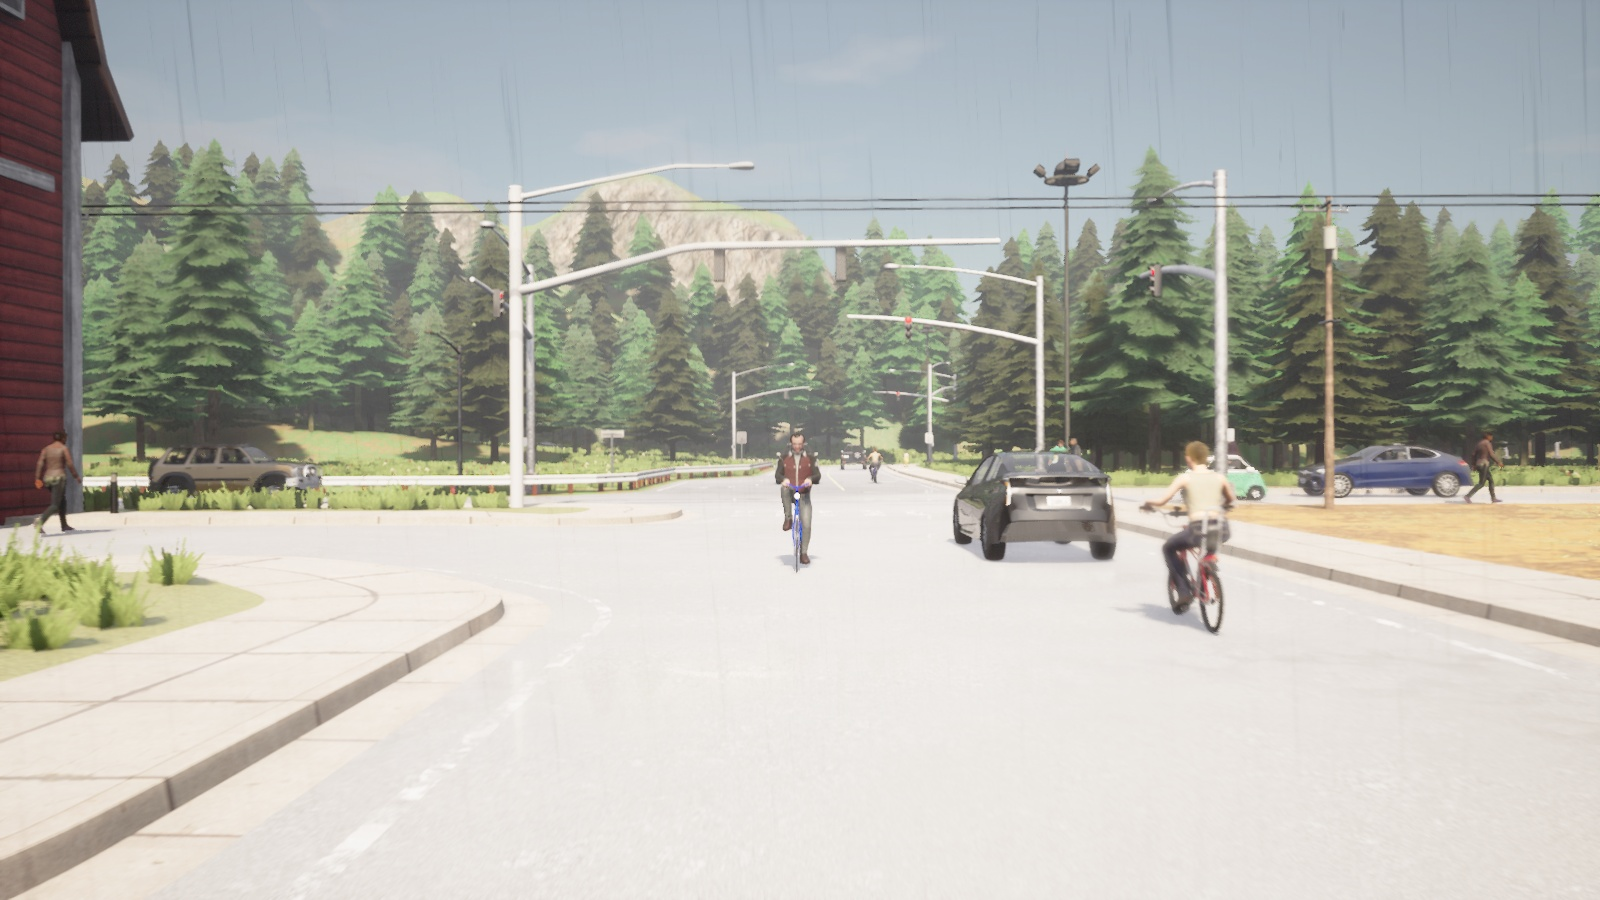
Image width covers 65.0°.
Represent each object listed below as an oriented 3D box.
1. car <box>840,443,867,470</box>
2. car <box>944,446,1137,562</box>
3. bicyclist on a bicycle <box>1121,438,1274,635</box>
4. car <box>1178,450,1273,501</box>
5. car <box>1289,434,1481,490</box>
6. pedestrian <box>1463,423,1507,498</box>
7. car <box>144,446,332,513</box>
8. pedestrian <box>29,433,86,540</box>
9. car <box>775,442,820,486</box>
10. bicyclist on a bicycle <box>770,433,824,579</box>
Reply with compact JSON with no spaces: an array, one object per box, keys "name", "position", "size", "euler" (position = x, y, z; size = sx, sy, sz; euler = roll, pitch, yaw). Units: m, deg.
[{"name":"car","position":[3.938,0.502,92.478],"size":[1.932,1.855,4.605],"euler":[-1,-2,2]},{"name":"car","position":[3.455,0.707,18.931],"size":[2.007,1.525,4.514],"euler":[-1,0,0]},{"name":"bicyclist on a bicycle","position":[3.472,0.706,11.118],"size":[0.866,1.612,1.509],"euler":[-1,1,0]},{"name":"car","position":[12.195,0.722,36.074],"size":[2.207,1.376,1.481],"euler":[-1,0,-2]},{"name":"car","position":[18.374,0.366,39.613],"size":[5.027,1.651,2.152],"euler":[-1,0,1]},{"name":"pedestrian","position":[16.661,0.246,30.564],"size":[0.869,1.805,0.328],"euler":[-1,0,4]},{"name":"car","position":[-16.334,0.838,36.675],"size":[4.605,1.855,1.932],"euler":[-1,0,1]},{"name":"pedestrian","position":[-12.771,0.608,21.605],"size":[0.328,1.805,0.869],"euler":[-1,0,12]},{"name":"car","position":[-0.120,0.592,56.353],"size":[1.932,1.855,4.605],"euler":[-1,0,0]},{"name":"bicyclist on a bicycle","position":[-0.041,0.673,16.277],"size":[0.659,1.776,1.843],"euler":[0,1,0]}]
